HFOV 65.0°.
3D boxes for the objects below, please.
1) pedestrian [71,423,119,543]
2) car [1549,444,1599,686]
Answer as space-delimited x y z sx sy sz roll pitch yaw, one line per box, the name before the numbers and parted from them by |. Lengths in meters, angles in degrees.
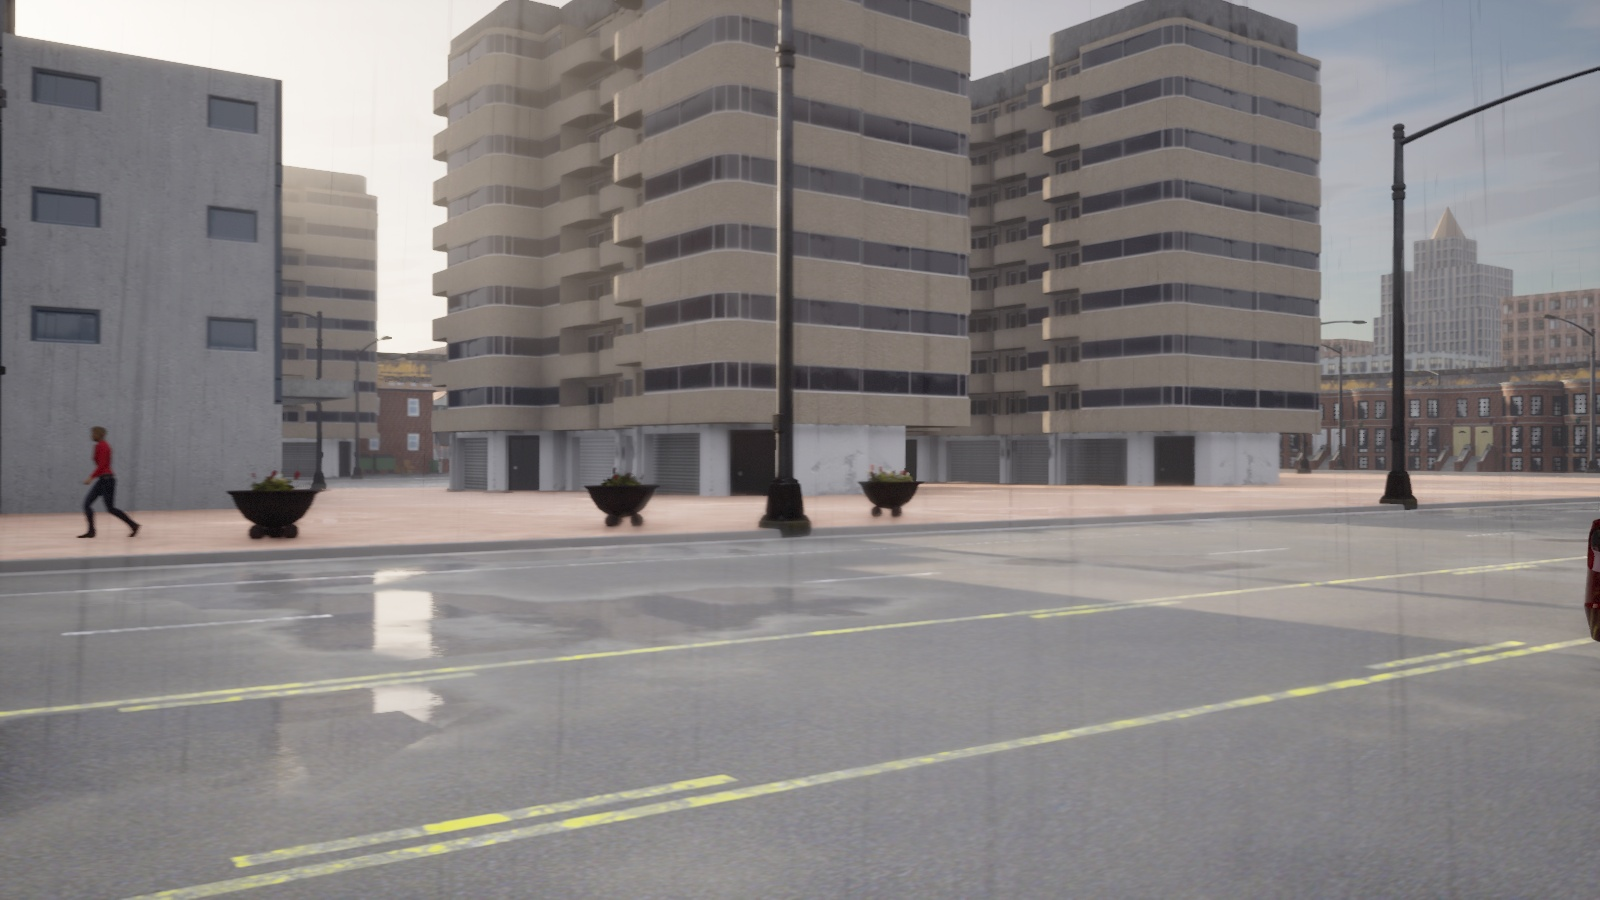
pedestrian | -10.997 0.502 19.588 0.636 1.846 0.331 0 0 -34
car | 7.502 0.728 8.887 5.008 1.535 1.882 0 0 -35
